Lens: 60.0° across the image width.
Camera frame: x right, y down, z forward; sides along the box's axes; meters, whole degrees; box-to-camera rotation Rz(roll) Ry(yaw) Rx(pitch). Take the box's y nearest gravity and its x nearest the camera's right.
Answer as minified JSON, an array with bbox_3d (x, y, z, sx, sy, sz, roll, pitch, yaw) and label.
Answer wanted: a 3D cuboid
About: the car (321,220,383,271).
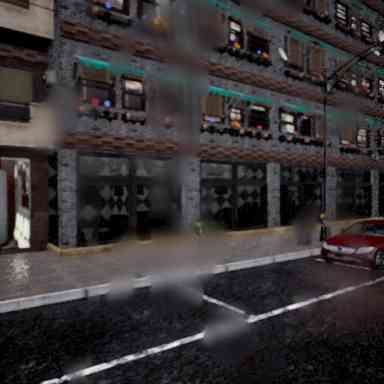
[{"bbox_3d":[5.957,1.585,10.814,4.206,1.307,1.802,0,0,-35],"label":"car"}]
